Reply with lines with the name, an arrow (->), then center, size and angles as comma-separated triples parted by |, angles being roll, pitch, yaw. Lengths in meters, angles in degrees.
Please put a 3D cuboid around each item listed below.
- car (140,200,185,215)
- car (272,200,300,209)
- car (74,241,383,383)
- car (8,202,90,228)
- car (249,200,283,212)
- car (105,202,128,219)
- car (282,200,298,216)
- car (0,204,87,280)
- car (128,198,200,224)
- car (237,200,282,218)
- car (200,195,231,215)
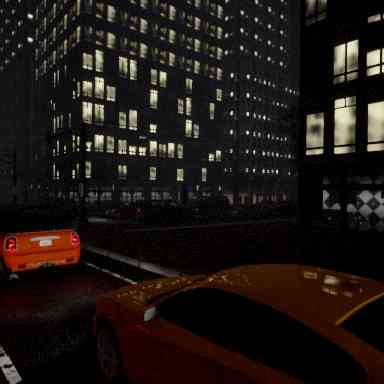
car -> -3.208, 1.647, 36.643 | 4.829, 1.417, 1.752 | 1, 0, -39
car -> 14.433, 1.881, 50.964 | 4.313, 1.339, 1.947 | 1, 0, -39
car -> 0.739, 1.476, 3.261 | 1.882, 1.535, 5.008 | 0, 0, -40
car -> -10.042, 1.575, 23.620 | 5.008, 1.535, 1.882 | 1, 1, -39
car -> 9.793, 1.814, 43.837 | 4.674, 1.442, 1.812 | 1, 1, -39
car -> -5.781, 1.642, 31.216 | 4.674, 1.442, 1.812 | 1, 1, -38
car -> 10.965, 1.936, 37.356 | 4.206, 1.307, 1.802 | 1, 0, -39
car -> -5.188, 1.347, 10.313 | 2.097, 1.767, 4.553 | 0, 0, -40
car -> -2.168, 1.523, 26.691 | 5.009, 1.841, 2.192 | 1, 0, -39
car -> 6.719, 1.832, 33.908 | 4.829, 1.417, 1.752 | 1, 0, -39
car -> 1.903, 1.423, 37.435 | 5.566, 2.045, 2.150 | 1, 1, -39
